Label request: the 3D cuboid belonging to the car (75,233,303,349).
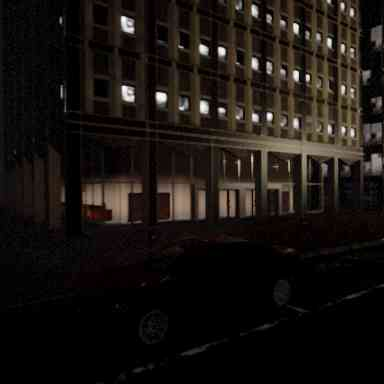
[{"bbox_3d":[0.171,1.523,6.215,4.507,1.381,1.887,0,0,-35],"label":"car"}]
